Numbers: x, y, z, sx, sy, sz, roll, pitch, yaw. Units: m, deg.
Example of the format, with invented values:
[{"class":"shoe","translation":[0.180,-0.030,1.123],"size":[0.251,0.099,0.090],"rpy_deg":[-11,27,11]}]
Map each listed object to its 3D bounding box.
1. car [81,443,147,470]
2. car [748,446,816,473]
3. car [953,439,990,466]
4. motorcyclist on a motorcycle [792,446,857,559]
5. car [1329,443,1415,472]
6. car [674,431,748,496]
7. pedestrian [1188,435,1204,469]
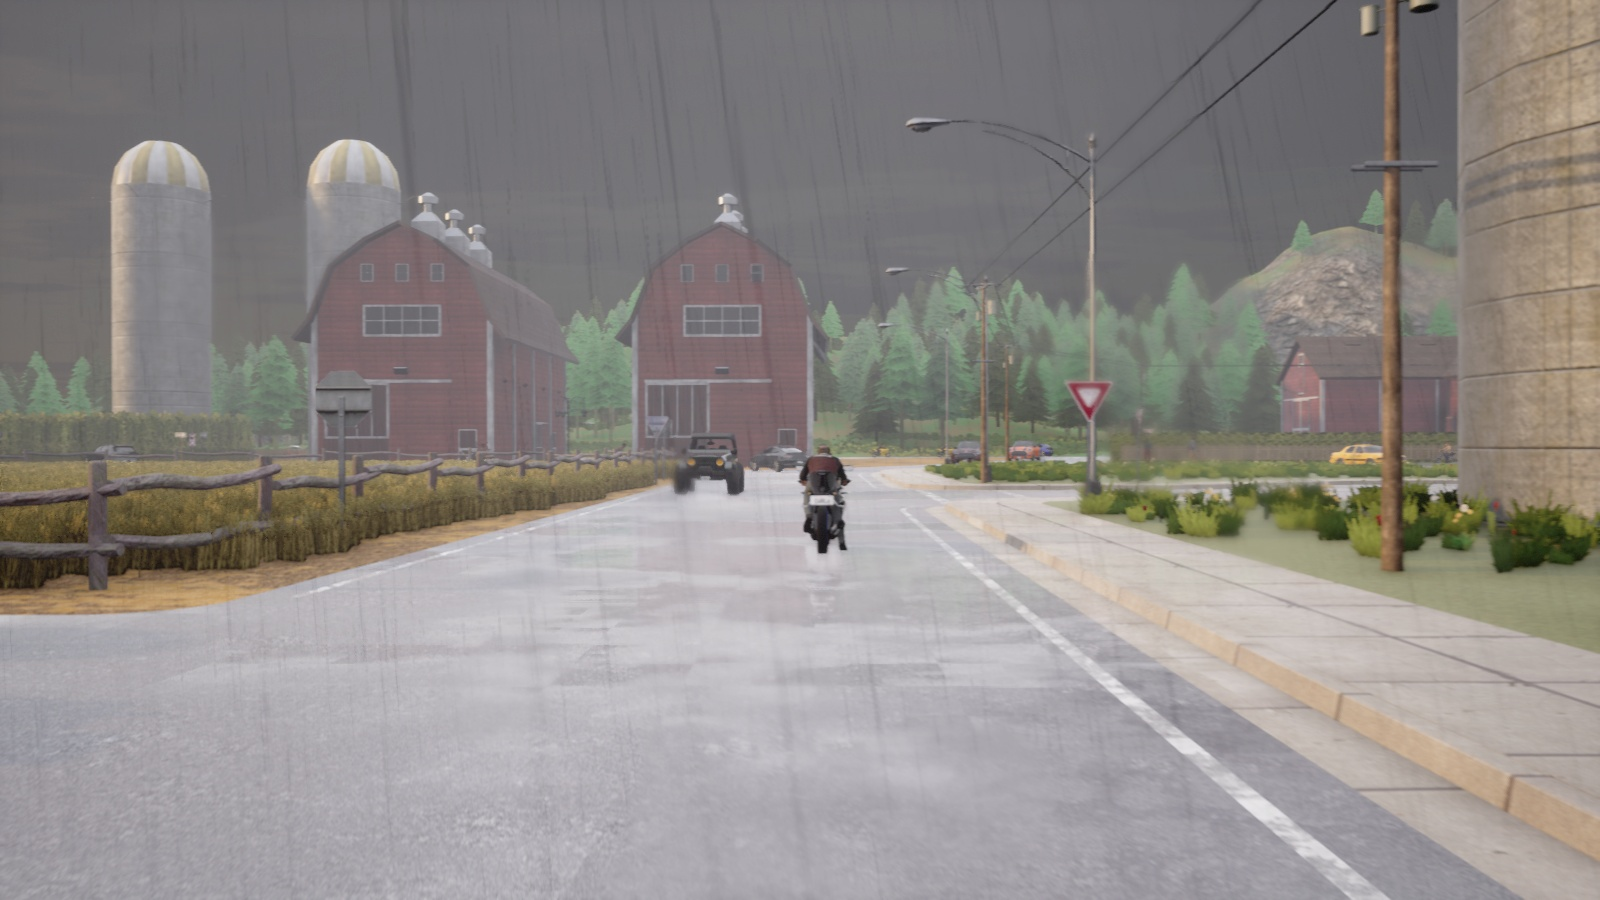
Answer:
[{"class":"car","translation":[-42.817,0.376,78.373],"size":[4.856,1.649,2.033],"rpy_deg":[0,0,41]},{"class":"car","translation":[-1.038,0.475,69.192],"size":[1.812,1.442,4.674],"rpy_deg":[0,0,-29]},{"class":"car","translation":[11.833,0.151,86.369],"size":[2.097,1.767,4.553],"rpy_deg":[0,0,13]},{"class":"motorcyclist on a motorcycle","translation":[0.378,0.707,18.046],"size":[0.866,1.530,2.191],"rpy_deg":[0,0,2]},{"class":"car","translation":[32.244,0.376,70.971],"size":[1.801,1.575,5.366],"rpy_deg":[0,0,-8]},{"class":"car","translation":[-2.672,0.387,38.469],"size":[1.905,1.878,3.866],"rpy_deg":[0,0,1]},{"class":"pedestrian","translation":[22.863,0.091,72.477],"size":[0.788,1.949,0.423],"rpy_deg":[0,0,0]}]
